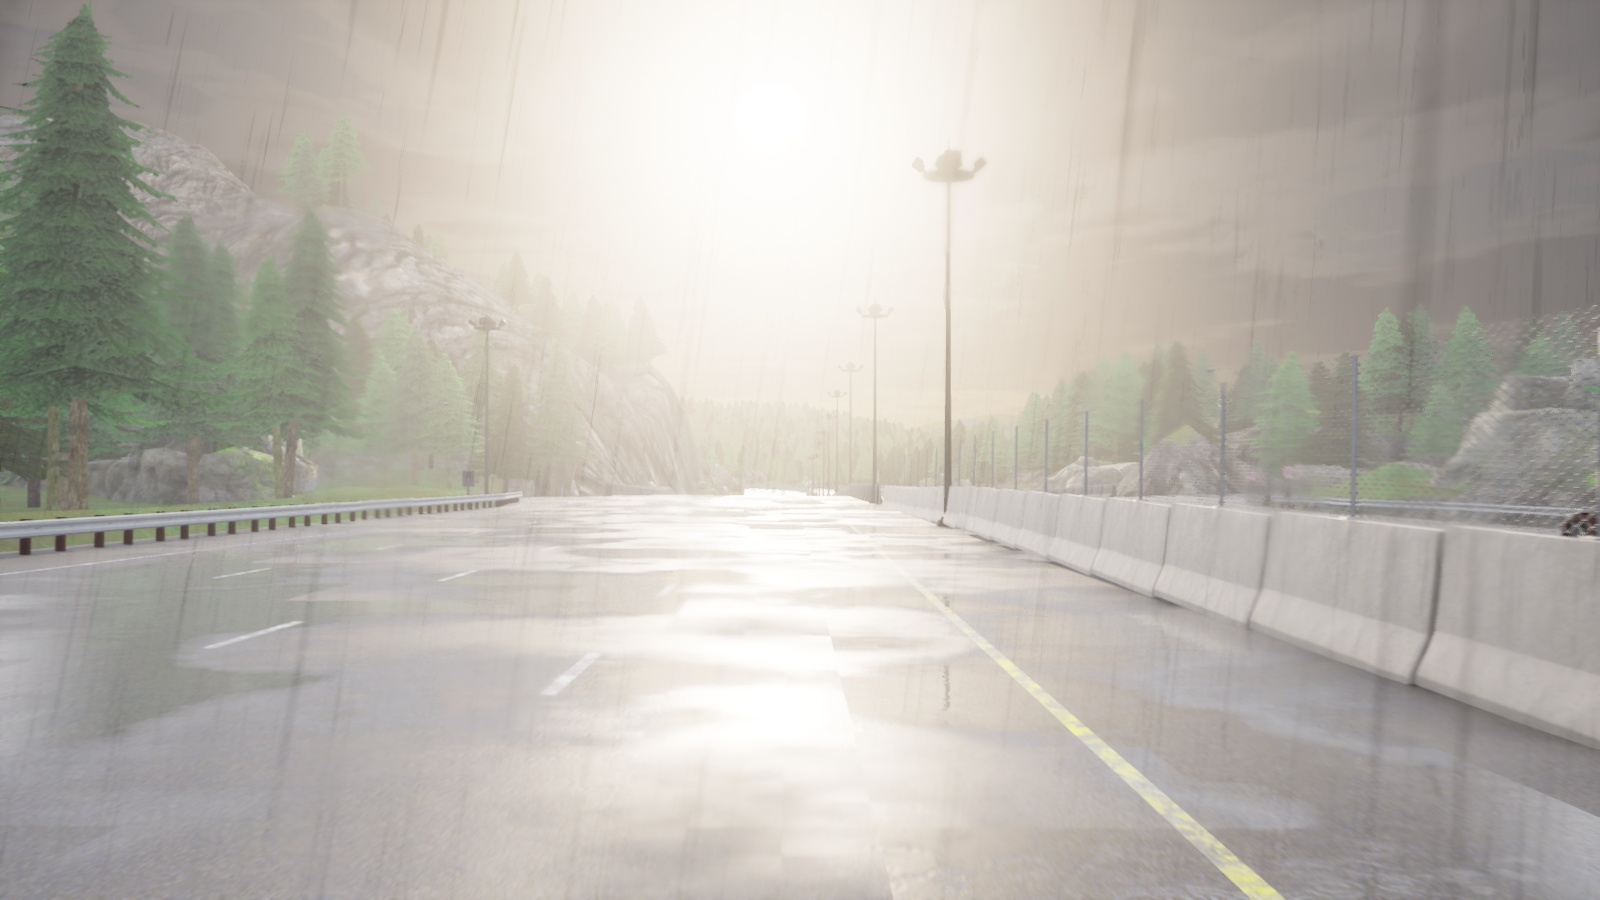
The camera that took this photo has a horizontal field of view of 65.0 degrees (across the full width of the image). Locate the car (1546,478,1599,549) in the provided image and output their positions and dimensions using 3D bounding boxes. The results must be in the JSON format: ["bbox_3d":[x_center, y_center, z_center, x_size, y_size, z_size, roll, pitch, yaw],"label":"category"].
[{"bbox_3d":[17.438,1.304,25.702,1.816,1.474,4.193,0,-1,0],"label":"car"}]
